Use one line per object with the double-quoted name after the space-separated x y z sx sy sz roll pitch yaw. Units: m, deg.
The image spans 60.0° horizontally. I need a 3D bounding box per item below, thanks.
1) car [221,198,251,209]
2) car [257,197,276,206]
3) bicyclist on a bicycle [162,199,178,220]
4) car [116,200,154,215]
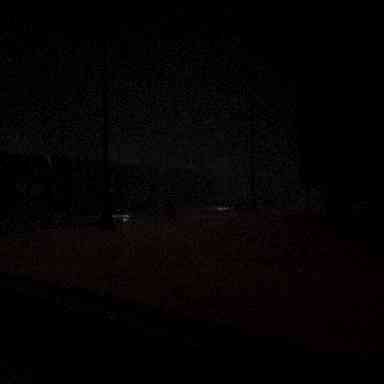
6.970 1.709 49.678 2.033 1.411 5.357 -1 -1 37 "car"
12.889 1.663 57.649 1.837 1.490 4.892 -1 -1 37 "car"
-1.734 1.345 25.863 1.656 1.620 0.582 -1 -1 37 "bicyclist on a bicycle"
-6.451 1.739 37.866 1.837 1.490 4.892 -1 -1 37 "car"
